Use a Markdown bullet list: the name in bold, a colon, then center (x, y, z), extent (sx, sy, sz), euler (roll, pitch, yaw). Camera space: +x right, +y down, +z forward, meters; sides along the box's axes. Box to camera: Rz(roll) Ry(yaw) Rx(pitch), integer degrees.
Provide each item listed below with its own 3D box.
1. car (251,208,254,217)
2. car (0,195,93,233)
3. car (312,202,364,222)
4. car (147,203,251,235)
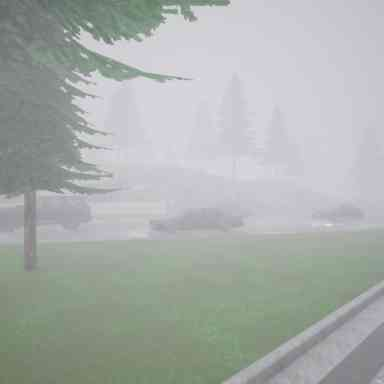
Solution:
- **car**: center (2.195, 1.558, 26.432), extent (5.357, 1.411, 2.033), euler (0, 0, -16)
- **car**: center (-8.745, 1.227, 19.670), extent (5.566, 2.045, 2.150), euler (0, 0, -17)
- **car**: center (11.695, 1.539, 26.527), extent (4.674, 1.442, 1.812), euler (0, 0, -28)
- **car**: center (0.271, 1.555, 18.674), extent (5.357, 1.411, 2.033), euler (0, 0, -16)
